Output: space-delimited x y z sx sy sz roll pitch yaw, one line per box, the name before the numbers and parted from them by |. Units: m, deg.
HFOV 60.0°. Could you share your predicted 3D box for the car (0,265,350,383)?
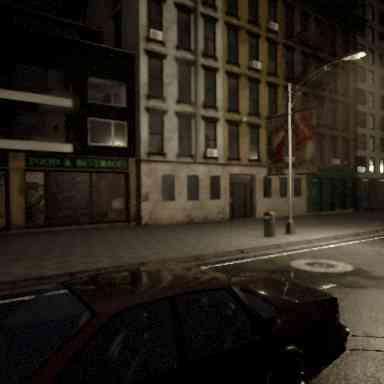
car | -0.625 1.543 3.239 5.357 1.411 2.033 0 0 -35
